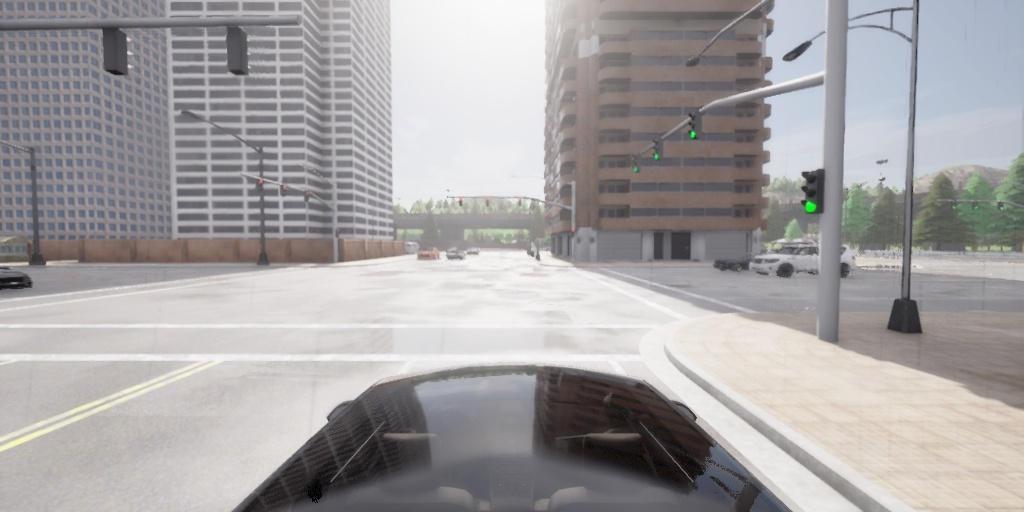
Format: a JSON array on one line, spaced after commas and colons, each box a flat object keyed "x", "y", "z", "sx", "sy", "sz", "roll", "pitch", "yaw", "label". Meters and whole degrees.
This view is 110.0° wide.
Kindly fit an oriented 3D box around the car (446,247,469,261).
[{"x": -7.076, "y": -0.117, "z": 45.639, "sx": 1.895, "sy": 1.301, "sz": 4.718, "roll": 0, "pitch": 2, "yaw": 0, "label": "car"}]

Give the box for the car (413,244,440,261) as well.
[{"x": -10.574, "y": -0.367, "z": 45.670, "sx": 2.097, "sy": 1.767, "sz": 4.553, "roll": 0, "pitch": 2, "yaw": 0, "label": "car"}]

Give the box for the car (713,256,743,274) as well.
[{"x": 17.176, "y": 0.545, "z": 25.782, "sx": 4.718, "sy": 1.301, "sz": 1.895, "roll": 0, "pitch": 2, "yaw": 1, "label": "car"}]

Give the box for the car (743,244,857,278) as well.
[{"x": 17.981, "y": 0.281, "z": 22.271, "sx": 5.566, "sy": 2.045, "sz": 2.150, "roll": 0, "pitch": 2, "yaw": 0, "label": "car"}]

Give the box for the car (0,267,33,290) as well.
[{"x": -23.860, "y": 0.865, "z": 15.423, "sx": 4.892, "sy": 1.490, "sz": 1.837, "roll": 1, "pitch": 2, "yaw": 0, "label": "car"}]
